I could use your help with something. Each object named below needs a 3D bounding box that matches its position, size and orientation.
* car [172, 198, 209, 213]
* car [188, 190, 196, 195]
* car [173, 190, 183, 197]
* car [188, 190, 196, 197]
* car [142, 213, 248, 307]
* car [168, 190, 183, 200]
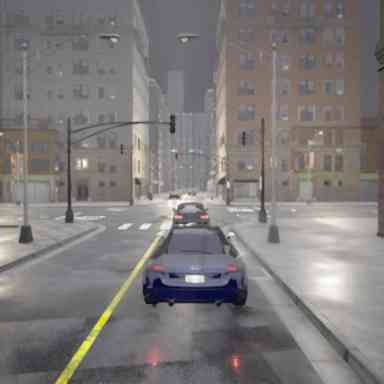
[{"bbox_3d":[-0.068,1.235,17.134,1.812,1.442,4.674,0,1,-1],"label":"car"},{"bbox_3d":[-0.015,0.023,86.922,1.895,1.301,4.718,0,1,0],"label":"car"},{"bbox_3d":[-2.985,0.300,72.664,1.882,1.535,5.008,0,1,0],"label":"car"},{"bbox_3d":[0.007,0.279,76.473,2.128,1.511,4.902,0,1,0],"label":"car"},{"bbox_3d":[0.086,1.431,7.749,1.994,1.385,4.181,0,1,1],"label":"car"},{"bbox_3d":[-3.015,0.666,57.251,1.895,1.301,4.718,0,1,0],"label":"car"}]
